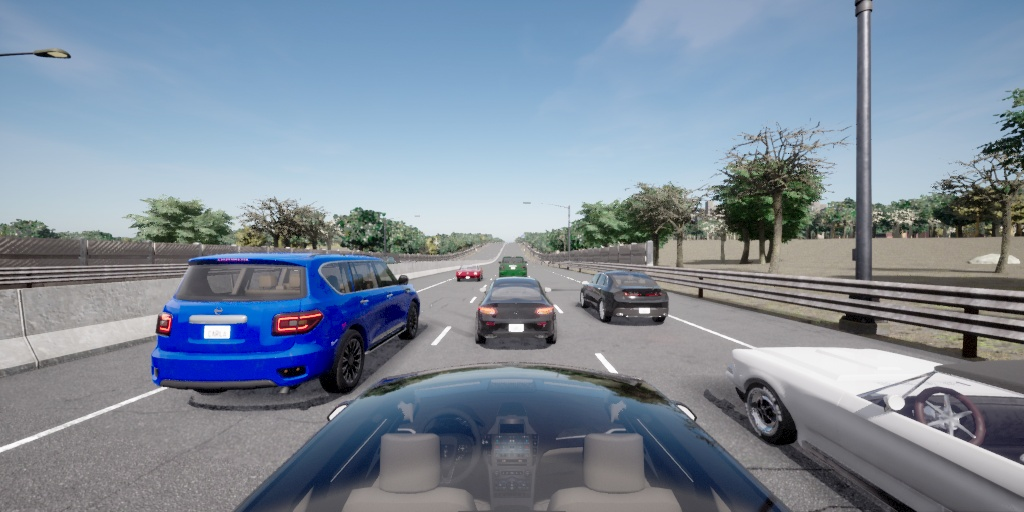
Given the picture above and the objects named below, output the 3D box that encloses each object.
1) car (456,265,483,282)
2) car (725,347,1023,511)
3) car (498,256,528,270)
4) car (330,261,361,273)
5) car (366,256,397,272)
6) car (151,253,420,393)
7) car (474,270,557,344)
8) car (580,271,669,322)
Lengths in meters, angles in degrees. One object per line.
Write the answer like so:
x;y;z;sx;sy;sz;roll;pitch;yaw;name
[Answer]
-3.422;1.370;29.680;1.895;1.301;4.718;0;0;-1;car
3.597;1.350;2.337;1.895;1.301;4.718;0;0;0;car
0.075;0.988;28.792;2.150;2.045;5.566;0;0;0;car
-21.133;1.376;45.683;1.812;1.442;4.674;0;0;0;car
-17.631;1.091;48.809;2.150;2.045;5.566;0;0;0;car
-3.405;0.969;6.821;2.150;2.045;5.566;0;0;0;car
0.093;1.271;9.485;1.812;1.442;4.674;0;0;0;car
3.594;1.249;12.199;1.837;1.490;4.892;0;0;0;car
